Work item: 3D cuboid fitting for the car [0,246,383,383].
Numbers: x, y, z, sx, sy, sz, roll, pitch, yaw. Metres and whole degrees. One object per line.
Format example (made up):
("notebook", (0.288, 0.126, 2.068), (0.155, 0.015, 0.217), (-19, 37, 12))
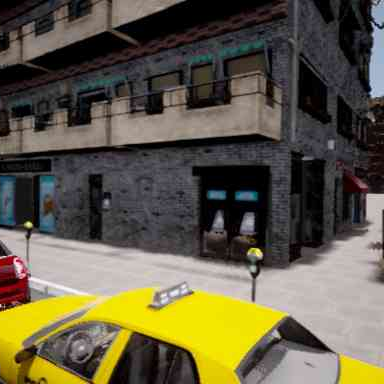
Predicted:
("car", (-0.391, 1.476, 2.975), (4.829, 1.417, 1.752), (1, 2, 35))

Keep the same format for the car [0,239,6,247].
("car", (-4.811, 1.328, 6.039), (4.097, 1.590, 1.967), (1, 2, 35))
